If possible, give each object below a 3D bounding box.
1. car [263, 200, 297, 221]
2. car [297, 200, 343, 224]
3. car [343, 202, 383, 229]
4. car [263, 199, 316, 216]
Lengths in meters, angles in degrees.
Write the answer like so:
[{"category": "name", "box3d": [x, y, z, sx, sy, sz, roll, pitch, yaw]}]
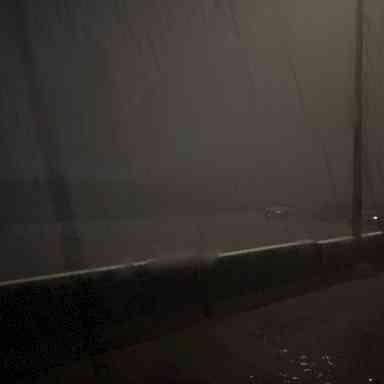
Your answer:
[{"category": "car", "box3d": [7.786, 1.455, 26.740, 4.674, 1.442, 1.812, 0, 0, -35]}, {"category": "car", "box3d": [10.130, 1.404, 24.113, 5.008, 1.535, 1.882, 0, 0, -35]}, {"category": "car", "box3d": [11.852, 1.455, 21.042, 4.674, 1.442, 1.812, 0, 0, -35]}, {"category": "car", "box3d": [9.539, 1.438, 32.293, 5.357, 1.411, 2.033, -1, 0, -35]}]
